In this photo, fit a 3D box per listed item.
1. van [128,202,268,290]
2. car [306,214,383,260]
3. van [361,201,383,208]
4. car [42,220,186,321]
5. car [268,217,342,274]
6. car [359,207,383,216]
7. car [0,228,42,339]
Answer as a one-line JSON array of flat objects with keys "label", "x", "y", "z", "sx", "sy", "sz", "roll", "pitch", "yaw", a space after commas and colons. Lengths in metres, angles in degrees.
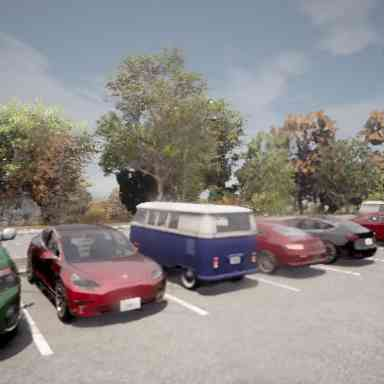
[{"label": "van", "x": -0.258, "y": 1.306, "z": 9.406, "sx": 1.878, "sy": 1.987, "sz": 4.442, "roll": 1, "pitch": -1, "yaw": -36}, {"label": "car", "x": 4.310, "y": 1.634, "z": 12.559, "sx": 2.163, "sy": 1.488, "sz": 4.792, "roll": 1, "pitch": -1, "yaw": -36}, {"label": "van", "x": 11.176, "y": 1.486, "z": 17.278, "sx": 1.878, "sy": 1.987, "sz": 4.442, "roll": 1, "pitch": -1, "yaw": -36}, {"label": "car", "x": -2.441, "y": 1.526, "z": 7.670, "sx": 2.163, "sy": 1.488, "sz": 4.792, "roll": 0, "pitch": 0, "yaw": -36}, {"label": "car", "x": 2.068, "y": 1.608, "z": 10.919, "sx": 2.002, "sy": 1.452, "sz": 4.674, "roll": 1, "pitch": -1, "yaw": -36}, {"label": "car", "x": 8.849, "y": 1.676, "z": 15.754, "sx": 2.097, "sy": 1.535, "sz": 5.008, "roll": 1, "pitch": -1, "yaw": -36}, {"label": "car", "x": -4.680, "y": 1.224, "z": 6.073, "sx": 2.435, "sy": 2.045, "sz": 5.566, "roll": 0, "pitch": 0, "yaw": -36}]
